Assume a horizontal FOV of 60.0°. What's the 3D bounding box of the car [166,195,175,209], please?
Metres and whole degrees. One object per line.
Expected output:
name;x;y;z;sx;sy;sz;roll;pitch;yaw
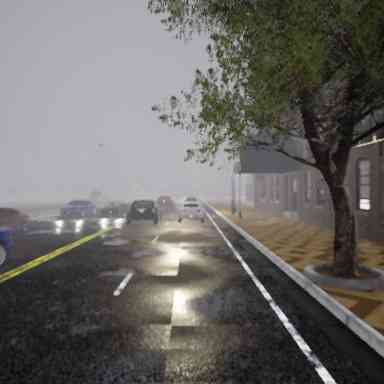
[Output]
car;-3.349;1.192;42.245;2.097;1.767;4.553;0;0;0

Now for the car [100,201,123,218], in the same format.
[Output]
car;-6.678;1.464;29.313;1.994;1.385;4.181;0;0;0

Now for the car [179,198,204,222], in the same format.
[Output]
car;-0.050;1.427;25.367;1.812;1.442;4.674;0;0;0

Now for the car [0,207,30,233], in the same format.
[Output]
car;-9.882;1.481;16.698;1.812;1.442;4.674;0;0;0

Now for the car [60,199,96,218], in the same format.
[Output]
car;-9.927;1.384;29.261;1.882;1.535;5.008;0;1;0

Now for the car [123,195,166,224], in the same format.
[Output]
car;-3.296;1.265;23.884;2.097;1.767;4.553;0;0;0

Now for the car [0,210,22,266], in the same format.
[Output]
car;-6.619;1.458;8.459;1.882;1.535;5.008;0;0;0
